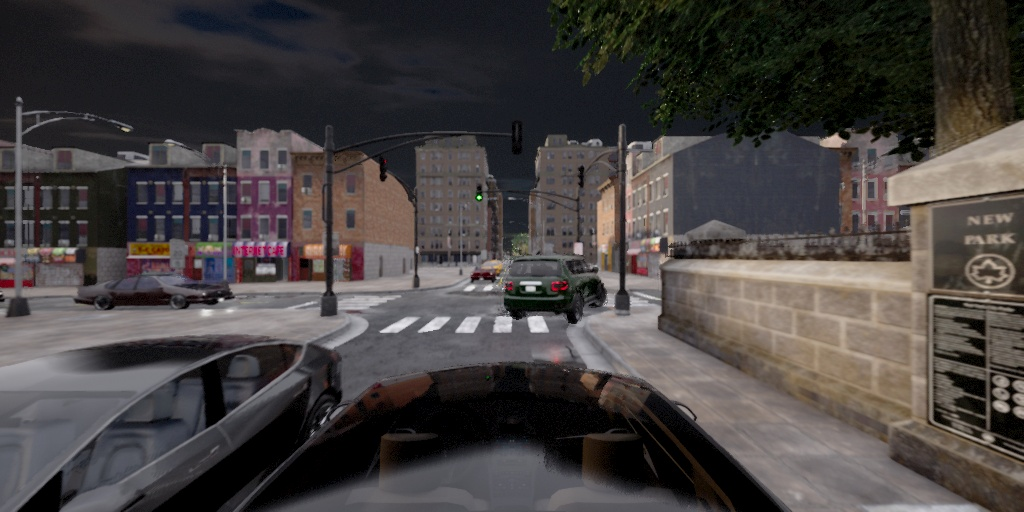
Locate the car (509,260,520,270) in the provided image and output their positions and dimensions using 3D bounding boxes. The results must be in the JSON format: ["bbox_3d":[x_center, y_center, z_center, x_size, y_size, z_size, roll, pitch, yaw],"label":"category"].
[{"bbox_3d":[0.373,1.405,57.044,1.812,1.442,4.674,0,-1,0],"label":"car"}]

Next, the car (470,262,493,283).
[{"bbox_3d":[-2.285,1.415,28.926,1.895,1.301,4.718,0,0,0],"label":"car"}]

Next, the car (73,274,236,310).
[{"bbox_3d":[-14.848,1.477,15.037,5.357,1.411,2.033,-1,0,0],"label":"car"}]

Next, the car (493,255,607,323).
[{"bbox_3d":[1.684,0.993,12.656,2.150,2.045,5.566,-2,0,25],"label":"car"}]

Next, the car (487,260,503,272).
[{"bbox_3d":[-2.291,1.341,49.782,1.882,1.535,5.008,0,0,0],"label":"car"}]

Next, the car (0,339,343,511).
[{"bbox_3d":[-2.638,1.317,2.139,1.948,1.339,4.313,0,0,0],"label":"car"}]

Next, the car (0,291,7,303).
[{"bbox_3d":[-24.923,1.608,14.997,5.357,1.411,2.033,-1,0,0],"label":"car"}]
